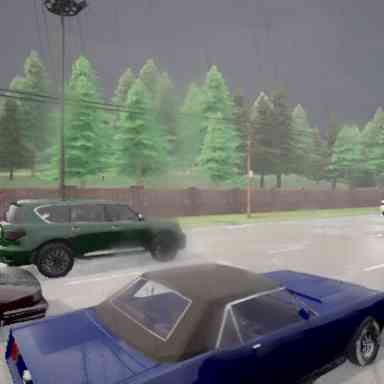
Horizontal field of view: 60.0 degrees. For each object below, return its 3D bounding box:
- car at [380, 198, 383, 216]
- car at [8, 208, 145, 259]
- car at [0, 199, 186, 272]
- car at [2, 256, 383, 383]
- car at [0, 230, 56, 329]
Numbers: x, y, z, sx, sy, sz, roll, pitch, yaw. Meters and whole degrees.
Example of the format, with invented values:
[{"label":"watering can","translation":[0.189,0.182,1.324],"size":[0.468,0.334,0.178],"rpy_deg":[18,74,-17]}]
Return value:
[{"label":"car","translation":[19.479,1.210,30.518],"size":[5.566,2.045,2.150],"rpy_deg":[0,0,-35]},{"label":"car","translation":[-4.528,1.503,13.411],"size":[4.892,1.490,1.837],"rpy_deg":[0,0,-35]},{"label":"car","translation":[-2.855,1.220,10.306],"size":[5.566,2.045,2.150],"rpy_deg":[0,0,-35]},{"label":"car","translation":[0.498,1.600,4.100],"size":[4.718,1.301,1.895],"rpy_deg":[0,0,-35]},{"label":"car","translation":[-4.950,1.548,4.515],"size":[5.357,1.411,2.033],"rpy_deg":[0,0,-35]}]
